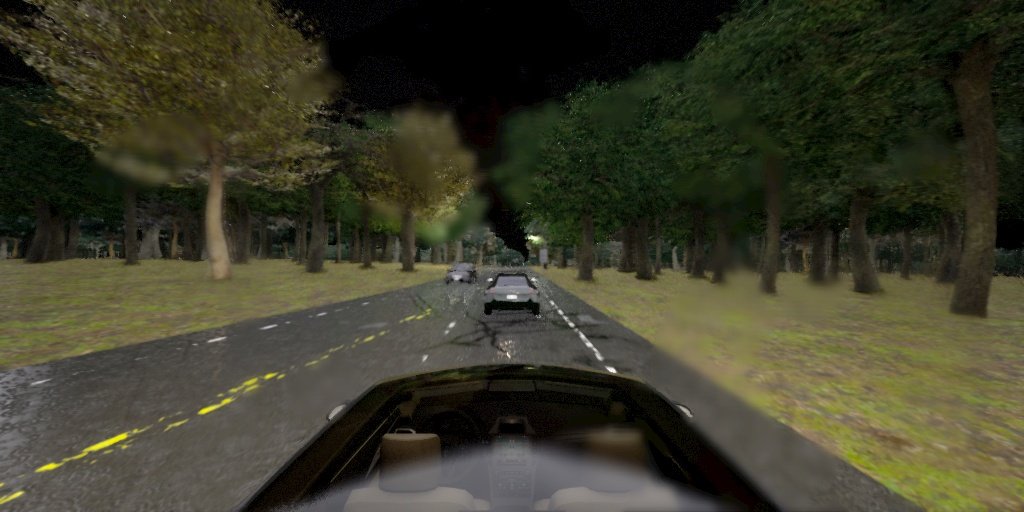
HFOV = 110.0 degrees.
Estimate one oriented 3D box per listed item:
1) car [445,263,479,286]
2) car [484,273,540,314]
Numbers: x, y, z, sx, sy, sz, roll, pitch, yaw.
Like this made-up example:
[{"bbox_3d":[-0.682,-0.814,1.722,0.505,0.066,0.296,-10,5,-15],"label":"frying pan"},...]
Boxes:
[{"bbox_3d":[-3.586,1.290,26.413,2.128,1.511,4.902,0,0,3],"label":"car"},{"bbox_3d":[0.001,1.342,13.986,1.994,1.385,4.181,0,0,0],"label":"car"}]
